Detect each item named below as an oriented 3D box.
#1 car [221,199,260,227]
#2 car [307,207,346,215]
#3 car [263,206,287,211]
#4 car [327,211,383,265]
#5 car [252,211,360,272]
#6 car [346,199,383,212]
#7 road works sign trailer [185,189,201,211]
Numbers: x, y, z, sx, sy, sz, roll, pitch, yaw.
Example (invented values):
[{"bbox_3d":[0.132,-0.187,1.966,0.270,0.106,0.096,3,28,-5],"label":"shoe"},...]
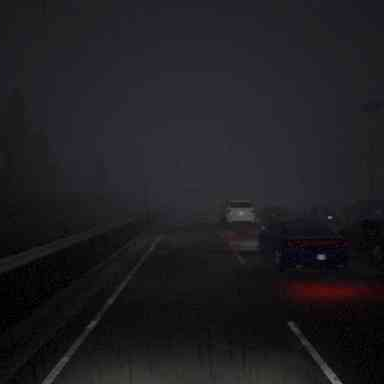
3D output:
[{"bbox_3d":[3.526,1.586,26.203,2.150,2.045,5.566,0,-1,1],"label":"car"},{"bbox_3d":[10.541,1.944,27.389,1.994,1.385,4.181,0,-1,1],"label":"car"},{"bbox_3d":[7.042,1.913,28.018,1.812,1.442,4.674,0,-1,0],"label":"car"},{"bbox_3d":[7.042,1.678,12.360,1.837,1.490,4.892,0,0,1],"label":"car"},{"bbox_3d":[3.533,1.637,11.469,1.882,1.535,5.008,0,-1,1],"label":"car"},{"bbox_3d":[14.026,1.586,26.228,2.150,2.045,5.566,0,-1,1],"label":"car"},{"bbox_3d":[-0.013,1.221,54.828,2.380,3.560,2.880,0,-1,0],"label":"road works sign trailer"}]
